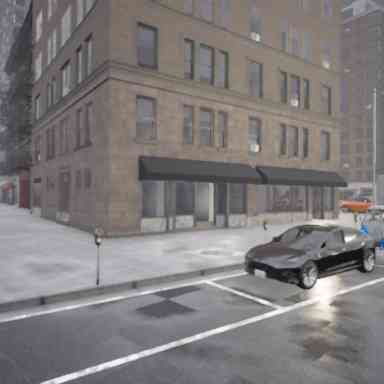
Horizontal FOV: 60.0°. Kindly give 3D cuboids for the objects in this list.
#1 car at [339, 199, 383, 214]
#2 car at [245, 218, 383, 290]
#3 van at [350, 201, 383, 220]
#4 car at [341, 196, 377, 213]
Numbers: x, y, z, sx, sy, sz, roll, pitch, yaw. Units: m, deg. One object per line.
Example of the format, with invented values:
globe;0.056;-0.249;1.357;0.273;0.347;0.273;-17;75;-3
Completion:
car;18.438;1.466;34.810;2.033;1.411;5.357;1;0;-35
car;3.403;1.579;9.184;4.313;1.339;1.947;0;1;-35
van;7.868;1.364;12.367;3.998;1.788;1.690;0;1;-35
car;16.714;1.243;31.620;2.097;1.767;4.553;1;0;-35
